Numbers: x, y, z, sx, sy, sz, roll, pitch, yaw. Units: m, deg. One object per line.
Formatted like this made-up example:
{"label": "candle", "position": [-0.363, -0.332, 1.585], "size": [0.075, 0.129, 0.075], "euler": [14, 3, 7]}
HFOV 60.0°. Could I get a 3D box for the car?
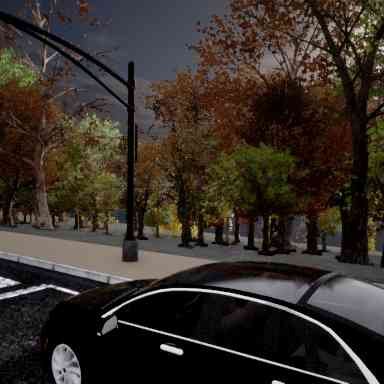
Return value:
{"label": "car", "position": [0.376, 1.505, 3.406], "size": [4.892, 1.490, 1.837], "euler": [0, 0, 36]}
